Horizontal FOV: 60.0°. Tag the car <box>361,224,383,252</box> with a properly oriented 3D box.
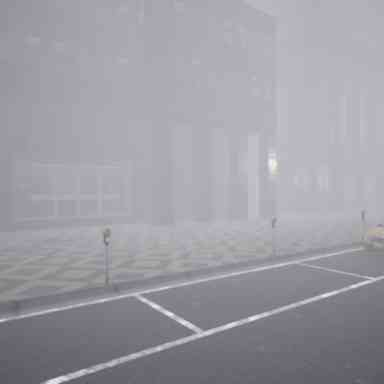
[{"bbox_3d":[8.152,1.469,12.459,4.829,1.417,1.752,0,0,-35],"label":"car"}]
